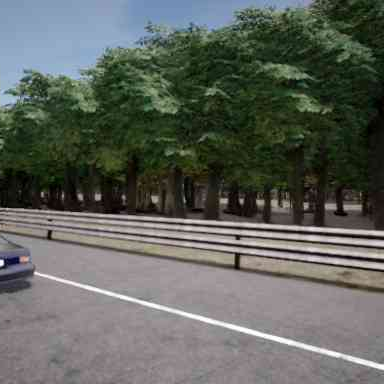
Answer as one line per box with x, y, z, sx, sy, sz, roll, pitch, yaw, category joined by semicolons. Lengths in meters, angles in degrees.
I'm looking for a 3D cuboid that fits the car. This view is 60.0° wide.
-6.115;1.556;8.511;5.357;1.411;2.033;0;0;37;car
